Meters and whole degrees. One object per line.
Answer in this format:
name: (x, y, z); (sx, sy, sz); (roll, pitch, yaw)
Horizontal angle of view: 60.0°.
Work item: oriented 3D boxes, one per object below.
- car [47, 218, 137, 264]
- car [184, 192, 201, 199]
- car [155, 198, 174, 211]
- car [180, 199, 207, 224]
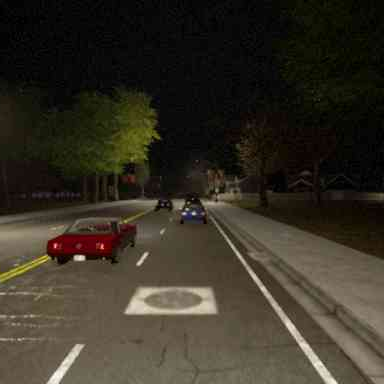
car: (-3.147, 1.550, 11.550); (1.895, 1.301, 4.718); (0, 0, 0)
car: (0.112, 1.082, 47.467); (2.150, 2.045, 5.566); (0, 0, 0)
car: (-3.141, 1.411, 38.271); (2.033, 1.411, 5.357); (0, 0, 0)
car: (0.106, 1.445, 24.058); (2.033, 1.411, 5.357); (0, 0, 0)
